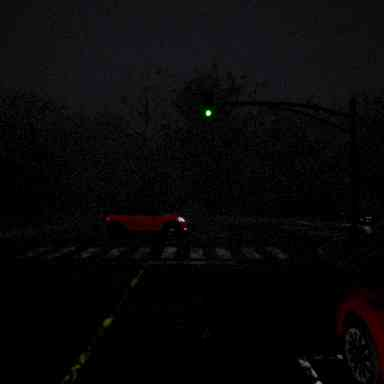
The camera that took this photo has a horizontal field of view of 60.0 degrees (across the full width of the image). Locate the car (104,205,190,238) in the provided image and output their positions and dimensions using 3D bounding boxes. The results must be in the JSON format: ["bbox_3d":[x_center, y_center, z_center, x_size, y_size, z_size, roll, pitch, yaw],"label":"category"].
[{"bbox_3d":[-2.412,1.504,18.475,4.553,1.767,2.097,0,-1,1],"label":"car"}]

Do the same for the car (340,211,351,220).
[{"bbox_3d":[15.141,1.909,28.002,4.718,1.301,1.895,0,-1,1],"label":"car"}]

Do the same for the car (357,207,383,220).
[{"bbox_3d":[15.036,1.736,24.757,4.892,1.490,1.837,-2,-1,1],"label":"car"}]

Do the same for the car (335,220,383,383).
[{"bbox_3d":[2.841,1.337,2.215,2.192,1.841,5.009,1,-1,0],"label":"car"}]
